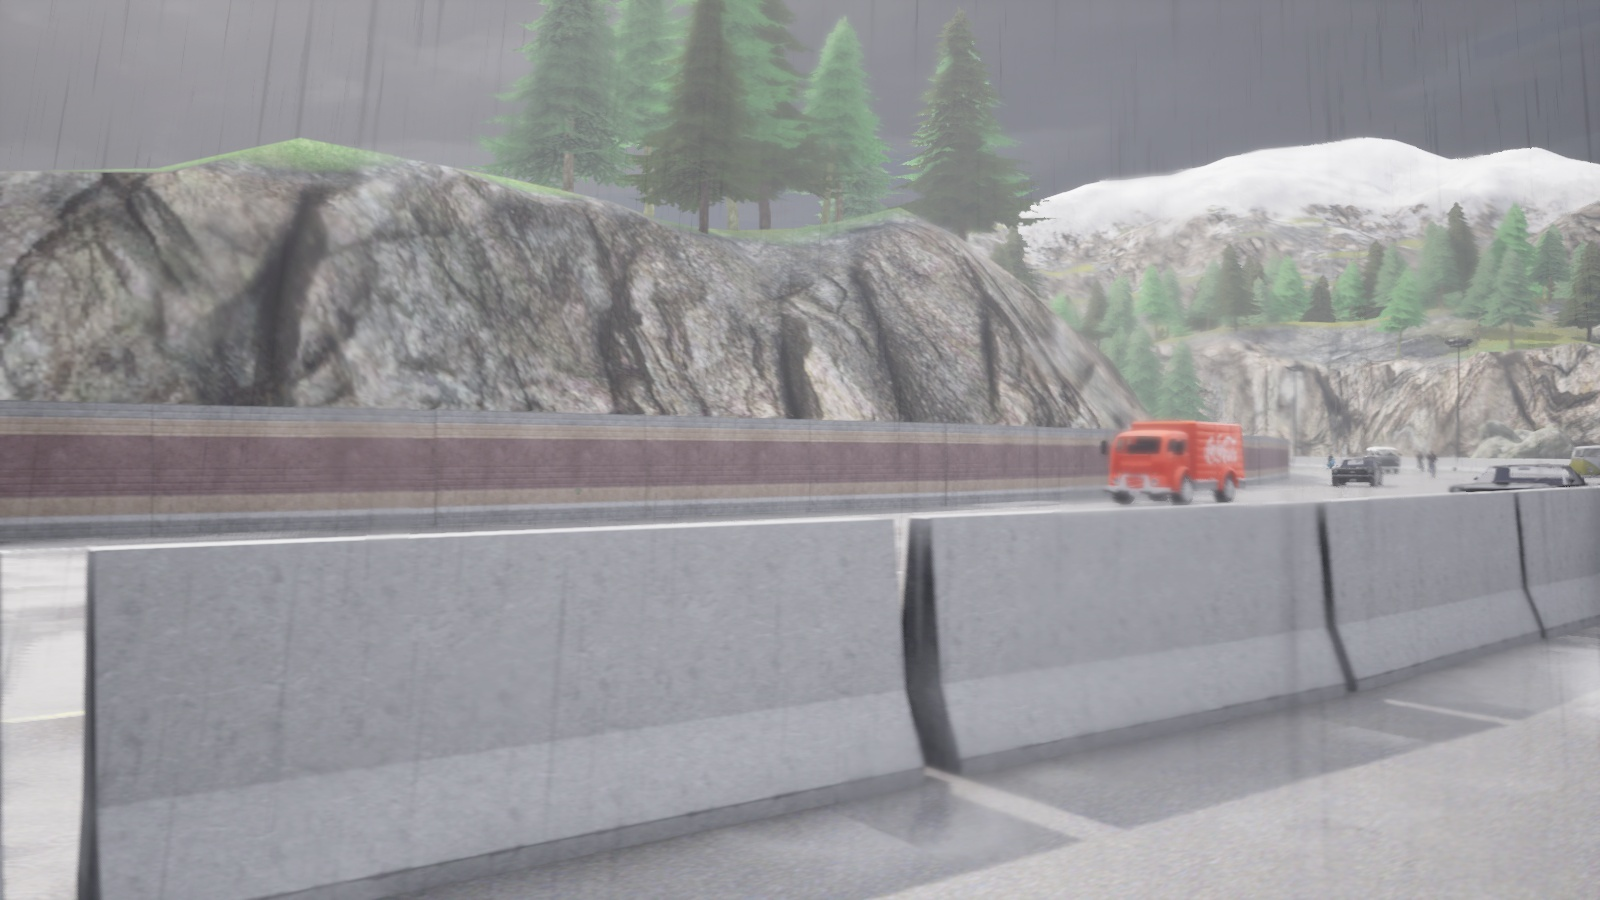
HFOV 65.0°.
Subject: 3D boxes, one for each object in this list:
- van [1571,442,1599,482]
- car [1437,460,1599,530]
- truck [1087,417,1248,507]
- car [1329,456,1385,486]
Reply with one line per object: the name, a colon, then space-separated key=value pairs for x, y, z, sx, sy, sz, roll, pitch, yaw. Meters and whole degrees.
van: x=40.888 y=0.581 z=64.434 sx=1.775 sy=1.987 sz=4.442 roll=0 pitch=0 yaw=25
car: x=15.095 y=0.883 z=26.249 sx=1.895 sy=1.301 sz=4.718 roll=0 pitch=0 yaw=43
truck: x=11.006 y=0.336 z=37.378 sx=2.627 sy=2.467 sz=5.204 roll=0 pitch=0 yaw=41
car: x=25.700 y=0.946 z=57.862 sx=1.895 sy=1.301 sz=4.718 roll=0 pitch=0 yaw=30
